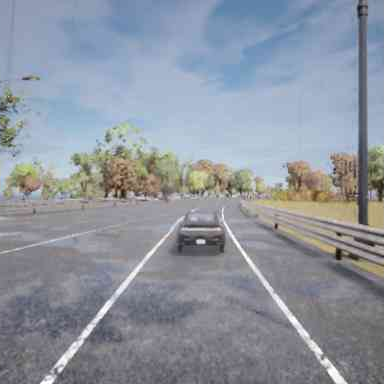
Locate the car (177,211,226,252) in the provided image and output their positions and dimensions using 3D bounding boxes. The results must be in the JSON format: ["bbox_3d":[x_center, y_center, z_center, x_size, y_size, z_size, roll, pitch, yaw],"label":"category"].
[{"bbox_3d":[0.398,1.570,14.255,2.128,1.511,4.902,0,0,2],"label":"car"}]
